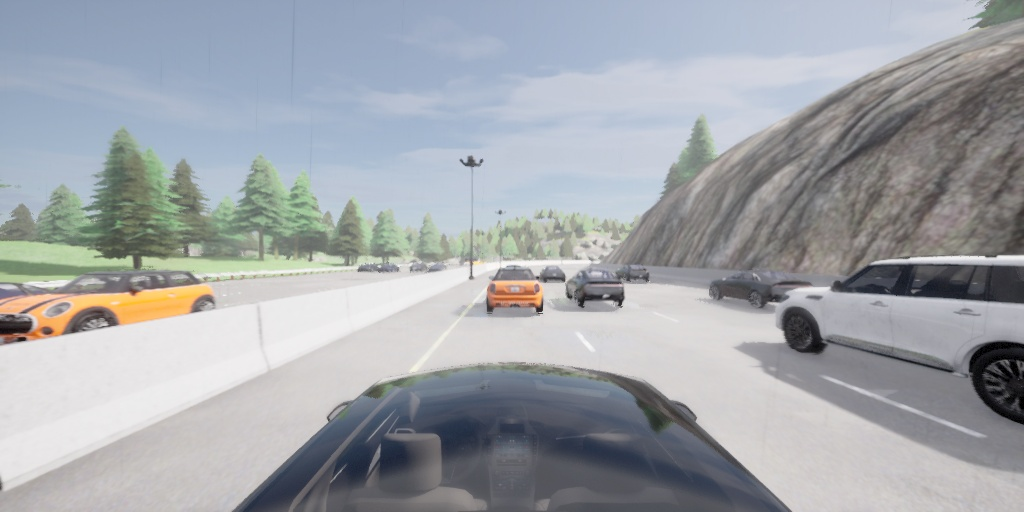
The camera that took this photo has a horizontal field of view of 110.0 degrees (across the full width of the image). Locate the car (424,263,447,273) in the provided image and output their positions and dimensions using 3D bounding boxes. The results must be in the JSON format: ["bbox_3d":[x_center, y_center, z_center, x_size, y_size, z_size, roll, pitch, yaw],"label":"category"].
[{"bbox_3d":[-10.541,1.720,51.243,2.033,1.411,5.357,0,0,0],"label":"car"}]

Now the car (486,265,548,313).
[{"bbox_3d":[0.106,1.213,14.738,2.097,1.767,4.553,0,0,0],"label":"car"}]

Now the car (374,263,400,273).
[{"bbox_3d":[-17.511,1.736,51.146,1.994,1.385,4.181,0,-1,1],"label":"car"}]

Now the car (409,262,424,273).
[{"bbox_3d":[-13.972,1.687,53.898,2.128,1.511,4.902,0,-1,1],"label":"car"}]

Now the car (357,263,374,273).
[{"bbox_3d":[-20.993,1.747,52.545,1.994,1.385,4.181,0,0,1],"label":"car"}]

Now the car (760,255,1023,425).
[{"bbox_3d":[7.096,1.007,5.814,2.150,2.045,5.566,0,0,0],"label":"car"}]

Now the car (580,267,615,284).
[{"bbox_3d":[7.114,1.596,30.380,1.895,1.301,4.718,0,0,0],"label":"car"}]

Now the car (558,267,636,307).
[{"bbox_3d":[3.607,1.365,16.187,2.128,1.511,4.902,0,0,0],"label":"car"}]

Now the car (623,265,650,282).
[{"bbox_3d":[10.615,1.501,31.948,2.128,1.511,4.902,0,0,0],"label":"car"}]

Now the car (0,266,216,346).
[{"bbox_3d":[-10.597,1.169,9.623,2.097,1.767,4.553,0,0,0],"label":"car"}]

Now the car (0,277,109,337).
[{"bbox_3d":[-14.097,1.358,8.949,2.033,1.411,5.357,0,0,0],"label":"car"}]

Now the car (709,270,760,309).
[{"bbox_3d":[10.607,1.362,15.680,2.128,1.511,4.902,0,-1,0],"label":"car"}]

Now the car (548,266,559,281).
[{"bbox_3d":[3.615,1.577,32.474,1.994,1.385,4.181,0,0,0],"label":"car"}]
